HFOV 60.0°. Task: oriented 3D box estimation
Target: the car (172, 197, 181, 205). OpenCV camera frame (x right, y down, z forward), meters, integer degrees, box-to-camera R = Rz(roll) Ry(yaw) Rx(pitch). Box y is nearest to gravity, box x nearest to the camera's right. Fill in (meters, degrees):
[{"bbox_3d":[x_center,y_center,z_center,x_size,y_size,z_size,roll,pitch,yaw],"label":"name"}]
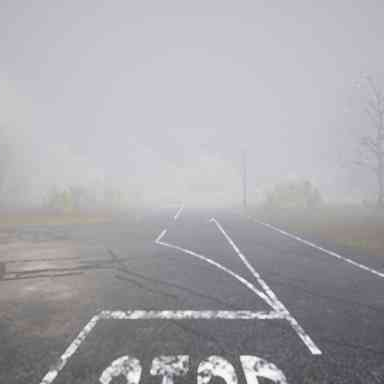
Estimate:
[{"bbox_3d":[-3.216,1.892,69.394,2.128,1.511,4.902,0,0,0],"label":"car"}]
